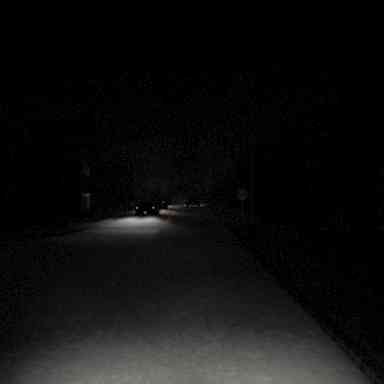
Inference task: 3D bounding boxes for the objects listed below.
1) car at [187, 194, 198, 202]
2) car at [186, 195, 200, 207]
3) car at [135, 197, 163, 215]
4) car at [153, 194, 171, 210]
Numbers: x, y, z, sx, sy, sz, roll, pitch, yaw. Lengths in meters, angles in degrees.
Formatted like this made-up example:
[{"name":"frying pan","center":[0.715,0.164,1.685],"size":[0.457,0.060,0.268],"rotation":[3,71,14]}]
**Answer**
[{"name":"car","center":[0.161,1.228,65.129],"size":[2.033,1.411,5.357],"rotation":[0,0,0]},{"name":"car","center":[0.142,1.296,46.786],"size":[1.812,1.442,4.674],"rotation":[0,0,0]},{"name":"car","center":[-4.077,1.448,31.128],"size":[1.895,1.301,4.718],"rotation":[0,0,0]},{"name":"car","center":[-4.060,1.155,40.089],"size":[2.097,1.767,4.553],"rotation":[0,0,0]}]
